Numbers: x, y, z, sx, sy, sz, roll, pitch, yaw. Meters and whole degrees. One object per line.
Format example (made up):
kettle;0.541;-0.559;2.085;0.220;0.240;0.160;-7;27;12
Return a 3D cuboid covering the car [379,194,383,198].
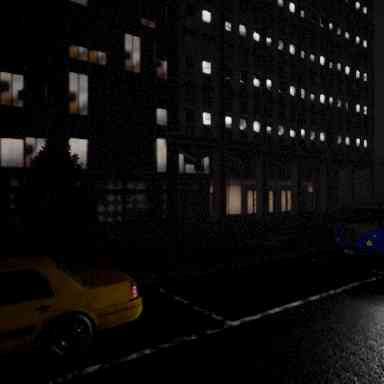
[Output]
car;30.432;0.929;52.379;1.752;1.417;4.829;0;0;-34

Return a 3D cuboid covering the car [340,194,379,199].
car;23.619;0.988;47.496;2.008;1.369;4.403;0;0;-34

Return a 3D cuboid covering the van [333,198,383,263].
van;6.364;1.234;11.059;3.998;1.788;1.690;-1;1;-35

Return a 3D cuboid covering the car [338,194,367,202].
car;27.393;0.962;56.804;1.802;1.307;4.206;0;0;-34

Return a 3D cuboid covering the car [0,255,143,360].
car;-3.058;1.526;4.373;4.829;1.417;1.752;-1;1;-35
